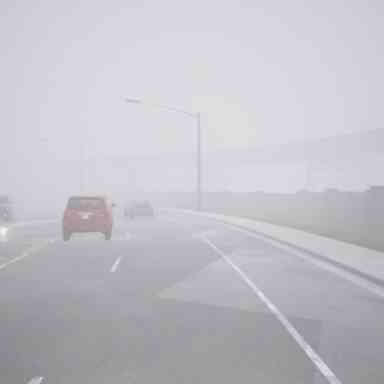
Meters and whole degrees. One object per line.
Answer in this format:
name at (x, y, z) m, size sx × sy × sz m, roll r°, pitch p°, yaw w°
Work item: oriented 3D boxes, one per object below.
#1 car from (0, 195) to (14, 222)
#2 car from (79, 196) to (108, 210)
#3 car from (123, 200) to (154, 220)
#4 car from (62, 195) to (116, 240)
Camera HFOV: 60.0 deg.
car at (-15.247, 1.244, 25.886) m, size 2.150 × 2.045 × 5.566 m, roll -1°, pitch 0°, yaw -24°
car at (-12.760, 1.341, 42.754) m, size 1.801 × 1.575 × 5.366 m, roll -1°, pitch 1°, yaw -37°
car at (-4.446, 1.387, 27.285) m, size 2.128 × 1.511 × 4.902 m, roll -1°, pitch 0°, yaw -19°
car at (-5.189, 1.178, 17.091) m, size 2.150 × 2.045 × 5.566 m, roll 0°, pitch 0°, yaw -12°
